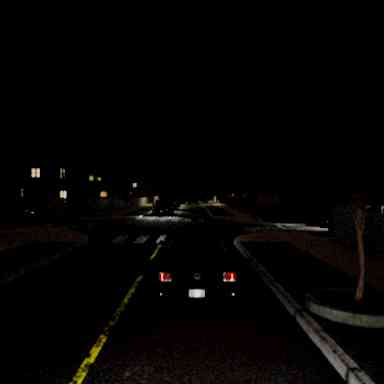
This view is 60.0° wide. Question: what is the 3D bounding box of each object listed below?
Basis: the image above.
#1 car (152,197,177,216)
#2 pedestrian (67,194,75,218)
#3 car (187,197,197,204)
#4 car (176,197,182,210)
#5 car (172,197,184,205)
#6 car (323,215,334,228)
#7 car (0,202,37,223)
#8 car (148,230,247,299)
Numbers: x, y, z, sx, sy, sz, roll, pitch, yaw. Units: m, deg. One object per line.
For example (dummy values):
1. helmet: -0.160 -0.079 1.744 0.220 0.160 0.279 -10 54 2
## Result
1. car: -2.887 1.608 34.071 1.837 1.490 4.892 0 0 1
2. pedestrian: -9.637 1.094 26.352 0.375 1.860 0.375 0 -2 0
3. car: -0.024 1.831 75.389 1.837 1.490 4.892 0 0 0
4. car: -2.859 1.500 44.167 2.097 1.767 4.553 0 0 0
5. car: -2.790 1.771 67.373 2.128 1.511 4.902 0 0 0
6. car: 11.530 1.938 23.440 4.181 1.385 1.994 1 -1 -1
7. car: -13.226 1.383 23.435 4.181 1.385 1.994 1 -1 0
8. car: 0.096 1.621 8.474 1.895 1.301 4.718 0 0 0
